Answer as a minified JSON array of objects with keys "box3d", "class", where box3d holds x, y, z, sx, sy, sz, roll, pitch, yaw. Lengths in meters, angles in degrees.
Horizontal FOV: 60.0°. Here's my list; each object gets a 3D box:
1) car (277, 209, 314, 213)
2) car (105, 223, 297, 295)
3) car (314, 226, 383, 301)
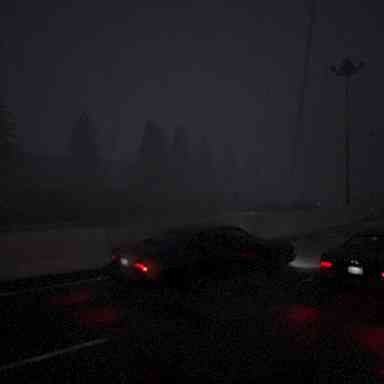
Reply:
[{"box3d":[8.494,1.541,26.611,2.033,1.411,5.357,0,0,40],"class":"car"},{"box3d":[0.497,1.554,8.759,5.357,1.411,2.033,0,0,-39],"class":"car"},{"box3d":[5.007,1.538,7.987,5.357,1.411,2.033,0,0,-41],"class":"car"}]
